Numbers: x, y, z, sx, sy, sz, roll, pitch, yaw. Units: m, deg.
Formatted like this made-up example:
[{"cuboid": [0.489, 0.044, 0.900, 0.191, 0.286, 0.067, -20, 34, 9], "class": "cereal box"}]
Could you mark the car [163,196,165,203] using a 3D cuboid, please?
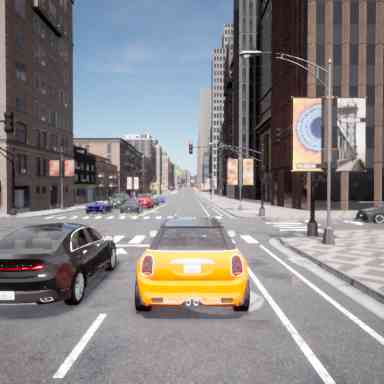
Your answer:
[{"cuboid": [-6.512, 1.507, 67.771, 1.882, 1.535, 5.008, 0, 0, 0], "class": "car"}]

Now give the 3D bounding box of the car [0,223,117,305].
[{"cuboid": [-3.153, 1.504, 8.042, 1.837, 1.490, 4.892, 0, 0, 0], "class": "car"}]

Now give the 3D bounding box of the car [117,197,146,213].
[{"cuboid": [-6.601, 1.580, 36.730, 1.994, 1.385, 4.181, 0, 0, 0], "class": "car"}]

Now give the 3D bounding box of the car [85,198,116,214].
[{"cuboid": [-9.850, 1.616, 35.571, 1.895, 1.301, 4.718, 0, 0, 0], "class": "car"}]

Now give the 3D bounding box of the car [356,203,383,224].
[{"cuboid": [13.986, 1.470, 23.566, 4.181, 1.385, 1.994, 0, 1, 0], "class": "car"}]

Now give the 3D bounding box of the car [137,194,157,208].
[{"cuboid": [-6.599, 1.244, 46.007, 2.150, 2.045, 5.566, 0, 0, 1], "class": "car"}]

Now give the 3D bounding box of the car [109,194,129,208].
[{"cuboid": [-9.843, 1.243, 45.330, 2.150, 2.045, 5.566, 0, 0, 1], "class": "car"}]

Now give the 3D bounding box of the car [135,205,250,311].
[{"cuboid": [0.010, 1.351, 7.897, 2.097, 1.767, 4.553, 0, 0, 0], "class": "car"}]

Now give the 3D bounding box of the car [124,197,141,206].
[{"cuboid": [-9.818, 1.591, 55.288, 1.994, 1.385, 4.181, 0, 0, 2], "class": "car"}]

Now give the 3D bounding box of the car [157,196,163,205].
[{"cuboid": [-6.585, 1.591, 55.980, 1.994, 1.385, 4.181, 0, 0, 0], "class": "car"}]
